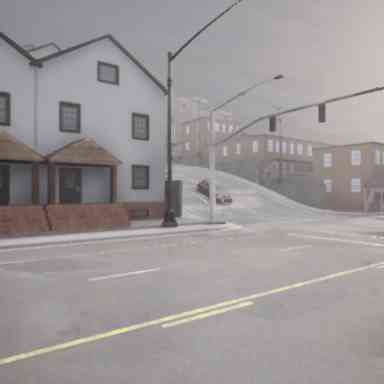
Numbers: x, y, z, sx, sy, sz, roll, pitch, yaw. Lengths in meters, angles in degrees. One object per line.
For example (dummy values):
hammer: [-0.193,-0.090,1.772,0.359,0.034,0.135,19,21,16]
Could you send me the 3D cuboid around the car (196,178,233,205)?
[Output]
car: [2.473,-0.166,35.418,2.097,1.767,4.553,0,21,-37]
